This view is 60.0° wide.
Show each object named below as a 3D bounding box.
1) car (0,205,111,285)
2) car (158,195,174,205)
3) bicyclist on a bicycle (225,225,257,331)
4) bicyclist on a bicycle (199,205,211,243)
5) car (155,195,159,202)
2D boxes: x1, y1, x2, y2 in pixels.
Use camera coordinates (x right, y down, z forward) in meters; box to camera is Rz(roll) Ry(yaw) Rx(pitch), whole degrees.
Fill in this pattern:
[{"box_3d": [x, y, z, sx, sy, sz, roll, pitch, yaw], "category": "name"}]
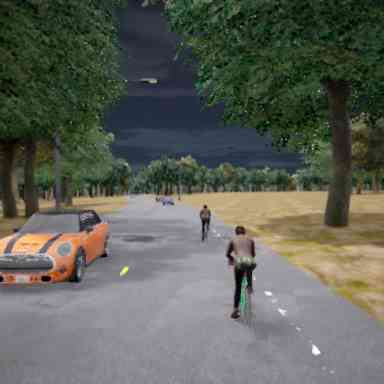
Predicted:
[{"box_3d": [-3.784, 1.310, 9.512, 2.097, 1.767, 4.553, 0, 0, -2], "category": "car"}, {"box_3d": [-4.235, 1.490, 57.276, 2.033, 1.411, 5.357, 0, 0, -8], "category": "car"}, {"box_3d": [0.875, 1.425, 5.852, 0.582, 1.620, 1.656, 0, 0, -1], "category": "bicyclist on a bicycle"}, {"box_3d": [0.613, 1.398, 14.852, 0.582, 1.620, 1.656, 0, 0, -2], "category": "bicyclist on a bicycle"}, {"box_3d": [-7.087, 1.508, 73.630, 2.128, 1.511, 4.902, 0, 0, -11], "category": "car"}]
